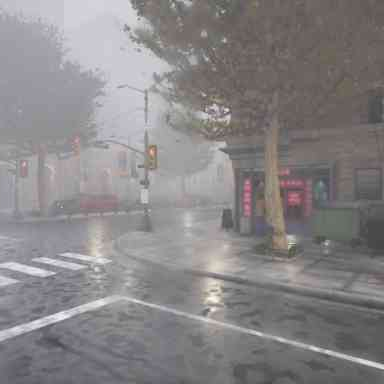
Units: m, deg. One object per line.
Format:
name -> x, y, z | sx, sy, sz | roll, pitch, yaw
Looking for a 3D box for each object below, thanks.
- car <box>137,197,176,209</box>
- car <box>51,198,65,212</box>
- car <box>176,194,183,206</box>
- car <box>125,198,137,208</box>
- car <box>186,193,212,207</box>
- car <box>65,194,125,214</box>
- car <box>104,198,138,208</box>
car -> -4.671, 1.526, 44.172 | 1.812, 1.442, 4.674 | 0, 0, 36
car -> -13.258, 1.221, 38.265 | 2.150, 2.045, 5.566 | 0, 0, 36
car -> -0.907, 1.221, 55.341 | 2.150, 2.045, 5.566 | 0, 0, 36
car -> -7.158, 1.491, 46.705 | 2.128, 1.511, 4.902 | 0, 0, 36
car -> 1.276, 1.352, 52.384 | 2.097, 1.767, 4.553 | 0, 0, 36
car -> -10.420, 1.221, 36.218 | 2.150, 2.045, 5.566 | 0, 0, 36
car -> -10.178, 1.595, 47.908 | 1.895, 1.301, 4.718 | 0, 0, 36
